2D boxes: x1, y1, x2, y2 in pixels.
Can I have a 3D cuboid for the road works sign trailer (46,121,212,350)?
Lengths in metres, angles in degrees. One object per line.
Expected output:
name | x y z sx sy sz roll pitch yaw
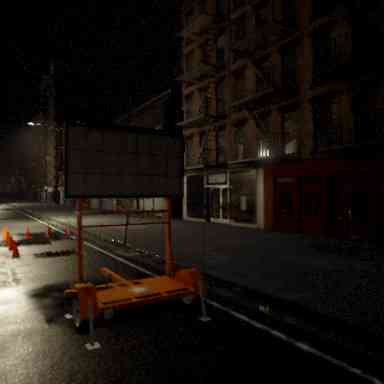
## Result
road works sign trailer | -1.337 0.511 6.601 2.380 3.560 2.880 0 0 -32

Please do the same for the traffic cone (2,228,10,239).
traffic cone | -8.358 2.063 15.170 0.340 0.580 0.340 0 0 -32

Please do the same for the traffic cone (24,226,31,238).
traffic cone | -8.576 2.078 17.395 0.340 0.580 0.340 0 0 -32

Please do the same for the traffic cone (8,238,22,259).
traffic cone | -6.230 2.039 11.783 0.340 0.580 0.340 0 0 -32

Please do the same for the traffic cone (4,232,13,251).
traffic cone | -7.294 2.051 13.477 0.340 0.580 0.340 0 0 -32
